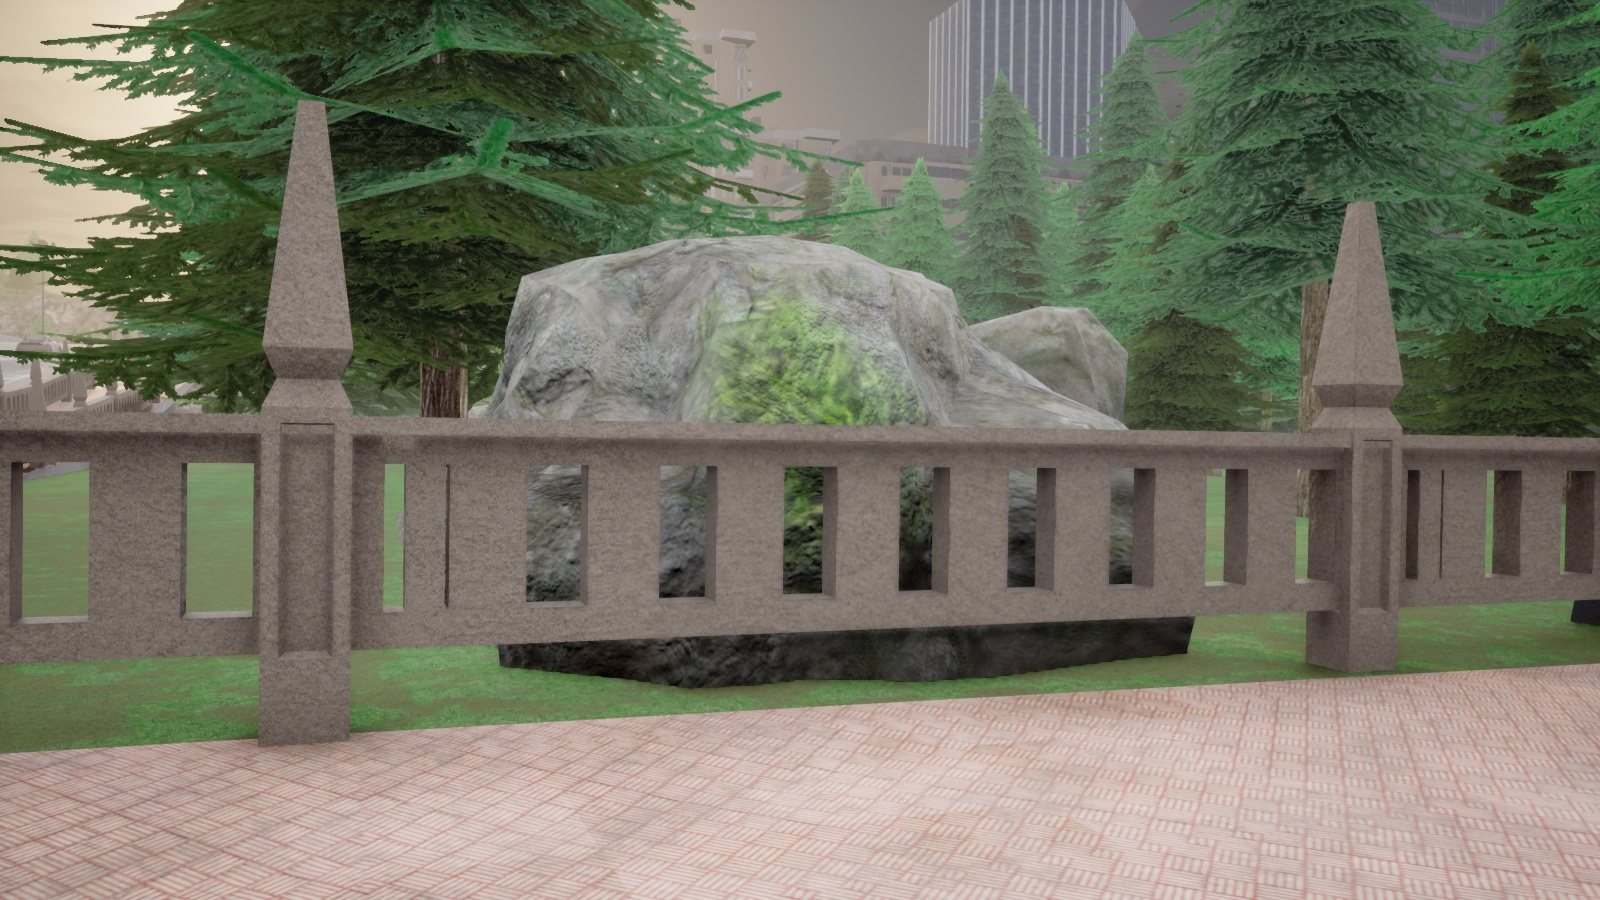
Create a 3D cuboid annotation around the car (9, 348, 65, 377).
[{"bbox_3d":[-48.197,-5.542,79.435,2.128,1.511,4.902,-1,8,-21],"label":"car"}]
